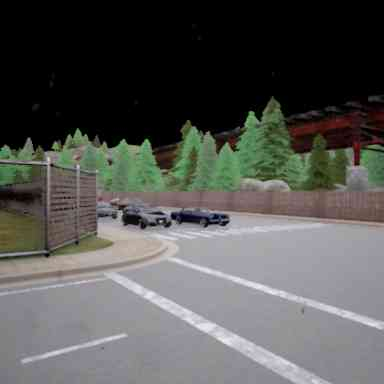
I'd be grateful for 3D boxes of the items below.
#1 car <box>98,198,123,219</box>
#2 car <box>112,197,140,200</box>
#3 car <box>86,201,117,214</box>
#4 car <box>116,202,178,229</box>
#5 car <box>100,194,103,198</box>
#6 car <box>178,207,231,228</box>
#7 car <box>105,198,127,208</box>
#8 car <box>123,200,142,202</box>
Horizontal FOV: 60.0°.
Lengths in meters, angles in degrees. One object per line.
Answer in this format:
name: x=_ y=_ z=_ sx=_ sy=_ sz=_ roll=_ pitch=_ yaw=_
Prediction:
car: x=-8.074 y=1.578 z=29.006 sx=1.837 sy=1.490 sz=4.892 roll=1 pitch=0 yaw=-36
car: x=-7.681 y=1.477 z=40.766 sx=2.097 sy=1.767 sz=4.553 roll=1 pitch=0 yaw=-36
car: x=-10.438 y=1.699 z=38.270 sx=1.895 sy=1.301 sz=4.718 roll=1 pitch=0 yaw=-36
car: x=-3.063 y=1.638 z=22.056 sx=1.994 sy=1.385 sz=4.181 roll=1 pitch=0 yaw=-36
car: x=-17.982 y=1.370 z=60.851 sx=2.150 sy=2.045 sz=5.566 roll=1 pitch=0 yaw=-36
car: x=0.527 y=1.700 z=23.058 sx=1.895 sy=1.301 sz=4.718 roll=1 pitch=0 yaw=-36
car: x=-12.111 y=1.675 z=52.808 sx=1.812 sy=1.442 sz=4.674 roll=1 pitch=0 yaw=-35
car: x=-4.610 y=1.663 z=30.186 sx=1.994 sy=1.385 sz=4.181 roll=1 pitch=0 yaw=-36
